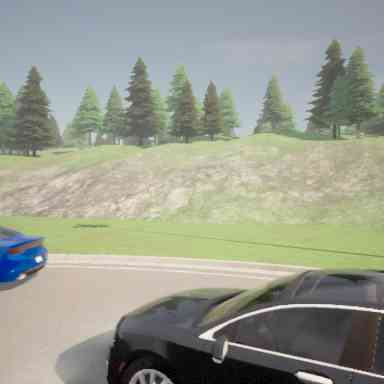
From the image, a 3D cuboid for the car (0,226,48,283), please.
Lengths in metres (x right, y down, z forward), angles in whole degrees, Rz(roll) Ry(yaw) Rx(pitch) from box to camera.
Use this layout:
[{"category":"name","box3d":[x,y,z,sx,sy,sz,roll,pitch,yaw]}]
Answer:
[{"category":"car","box3d":[-6.192,1.477,8.151,5.008,1.535,1.882,0,0,1]}]

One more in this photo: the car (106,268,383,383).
[{"category":"car","box3d":[1.352,1.505,3.010,4.892,1.490,1.837,0,0,32]}]
